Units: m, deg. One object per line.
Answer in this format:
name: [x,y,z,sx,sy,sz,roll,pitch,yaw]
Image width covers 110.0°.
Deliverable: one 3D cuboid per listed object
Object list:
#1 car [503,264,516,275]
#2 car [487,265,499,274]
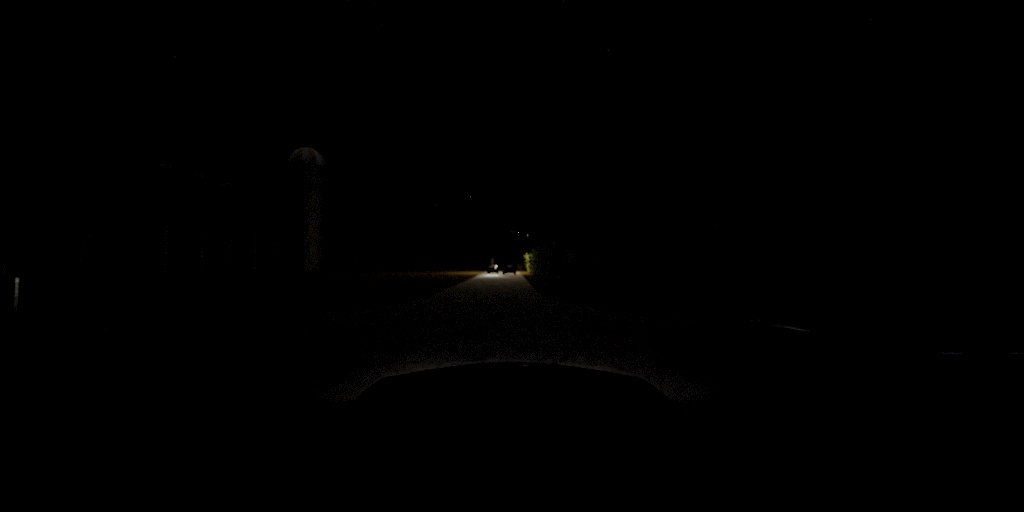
car: [-0.410,2.030,56.414,2.097,1.767,4.553,0,-1,0]
car: [-3.195,2.253,61.009,2.128,1.511,4.902,0,-1,0]
